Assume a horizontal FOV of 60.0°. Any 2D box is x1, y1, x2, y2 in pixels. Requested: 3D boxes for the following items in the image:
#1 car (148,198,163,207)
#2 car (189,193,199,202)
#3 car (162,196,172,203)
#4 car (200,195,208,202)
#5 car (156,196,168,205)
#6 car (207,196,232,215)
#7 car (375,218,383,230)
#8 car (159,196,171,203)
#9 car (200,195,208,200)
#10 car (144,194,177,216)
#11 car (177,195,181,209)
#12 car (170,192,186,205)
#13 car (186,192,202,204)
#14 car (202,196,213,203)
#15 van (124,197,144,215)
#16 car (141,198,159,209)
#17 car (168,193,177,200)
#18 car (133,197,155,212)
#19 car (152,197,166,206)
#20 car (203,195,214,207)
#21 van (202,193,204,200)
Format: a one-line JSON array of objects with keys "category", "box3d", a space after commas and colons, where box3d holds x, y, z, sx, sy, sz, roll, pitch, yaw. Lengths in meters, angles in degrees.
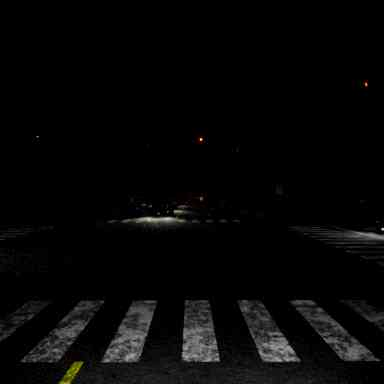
[{"category": "car", "box3d": [-5.556, 1.591, 50.471, 1.802, 1.307, 4.206, 0, 0, 0]}, {"category": "car", "box3d": [0.445, 1.195, 73.798, 2.097, 1.767, 4.553, 0, 0, 0]}, {"category": "car", "box3d": [-5.417, 1.552, 73.143, 1.887, 1.381, 4.507, 0, 0, 0]}, {"category": "car", "box3d": [2.831, 1.462, 79.602, 1.801, 1.575, 5.366, 0, 0, 0]}, {"category": "car", "box3d": [-5.487, 1.534, 61.637, 1.752, 1.417, 4.829, 0, 0, 0]}, {"category": "car", "box3d": [2.866, 1.446, 33.416, 1.967, 1.590, 4.097, 0, 0, 0]}, {"category": "car", "box3d": [12.677, 1.567, 17.476, 5.357, 1.411, 2.033, 0, 0, 0]}, {"category": "car", "box3d": [-5.452, 1.574, 67.475, 1.947, 1.339, 4.313, 0, 0, 0]}, {"category": "car", "box3d": [3.212, 1.568, 90.109, 1.947, 1.339, 4.313, 0, 0, 0]}, {"category": "car", "box3d": [-2.949, 1.357, 32.165, 2.097, 1.767, 4.553, 0, 0, 2]}, {"category": "car", "box3d": [-2.841, 1.485, 42.904, 1.882, 1.535, 5.008, 0, 0, 0]}, {"category": "car", "box3d": [-2.736, 1.231, 57.451, 2.150, 2.045, 5.566, 0, 0, 1]}, {"category": "car", "box3d": [0.382, 1.230, 63.439, 2.150, 2.045, 5.566, 0, 0, 0]}, {"category": "car", "box3d": [3.074, 1.559, 67.431, 2.008, 1.369, 4.403, 0, 0, 0]}, {"category": "van", "box3d": [-5.660, 1.347, 33.466, 1.690, 1.788, 3.998, 0, 0, 0]}, {"category": "car", "box3d": [-5.590, 1.574, 44.803, 1.947, 1.339, 4.313, 0, 0, 0]}, {"category": "car", "box3d": [-5.313, 1.317, 90.148, 2.192, 1.841, 5.009, 0, 0, 0]}, {"category": "car", "box3d": [-5.625, 1.447, 39.135, 1.967, 1.590, 4.097, 0, 0, 0]}, {"category": "car", "box3d": [-5.521, 1.575, 56.139, 1.947, 1.339, 4.313, 0, 0, 0]}, {"category": "car", "box3d": [2.935, 1.448, 44.754, 1.967, 1.590, 4.097, 0, 0, 0]}, {"category": "van", "box3d": [3.004, 1.350, 56.093, 1.690, 1.788, 3.998, 0, 0, 0]}]
